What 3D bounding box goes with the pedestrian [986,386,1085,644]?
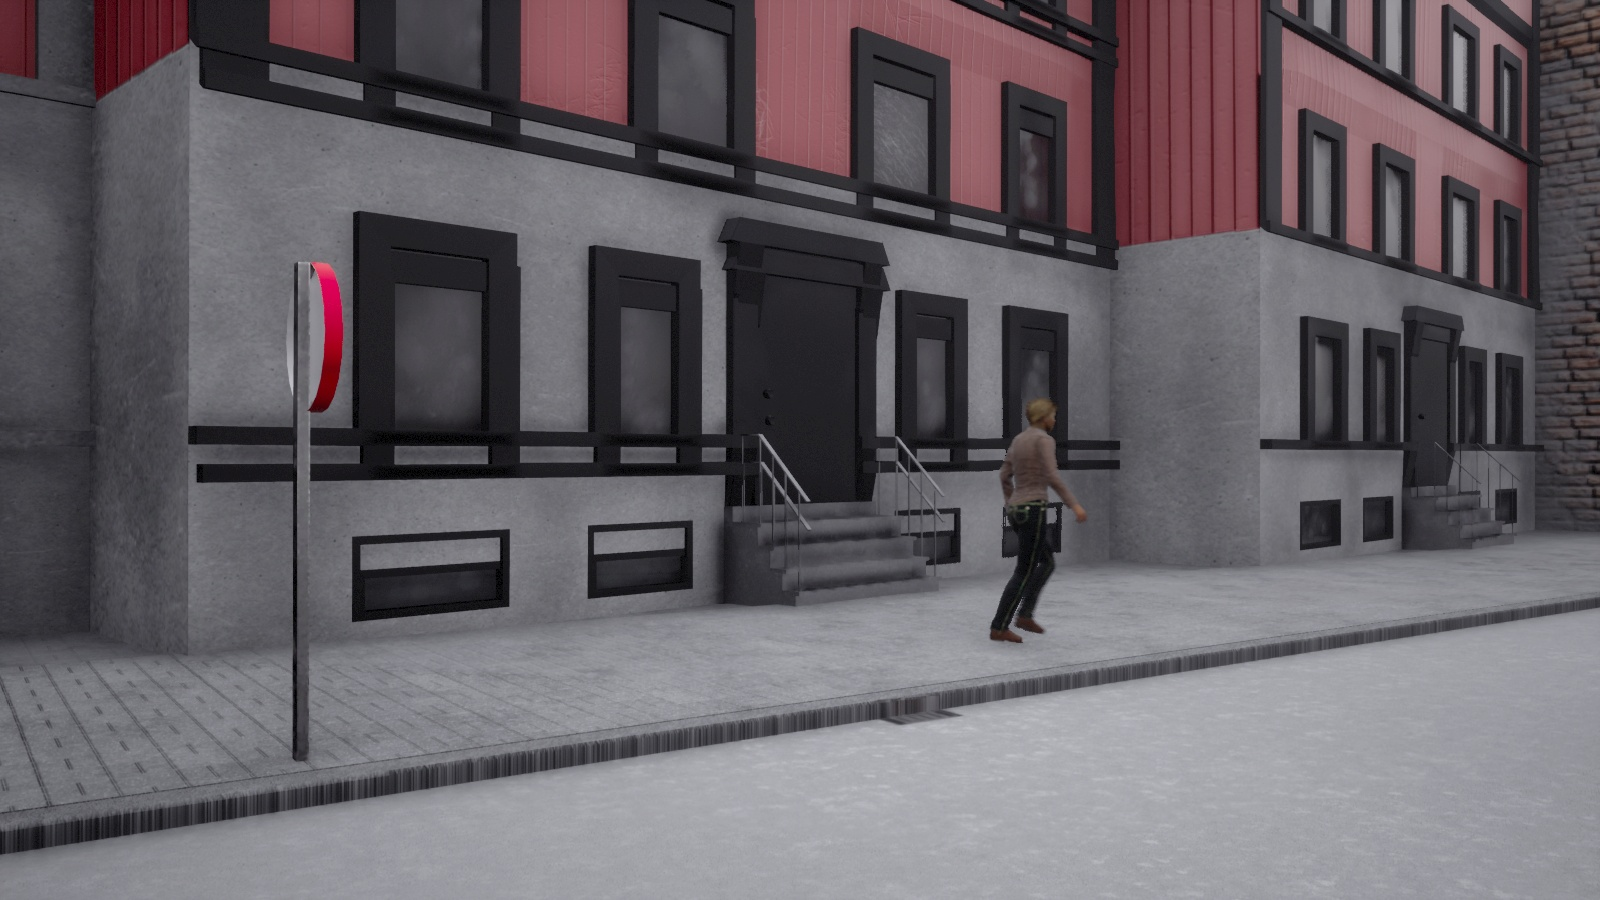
[{"bbox_3d":[1.733,0.466,9.248,0.634,1.846,0.331,0,0,-18],"label":"pedestrian"}]
